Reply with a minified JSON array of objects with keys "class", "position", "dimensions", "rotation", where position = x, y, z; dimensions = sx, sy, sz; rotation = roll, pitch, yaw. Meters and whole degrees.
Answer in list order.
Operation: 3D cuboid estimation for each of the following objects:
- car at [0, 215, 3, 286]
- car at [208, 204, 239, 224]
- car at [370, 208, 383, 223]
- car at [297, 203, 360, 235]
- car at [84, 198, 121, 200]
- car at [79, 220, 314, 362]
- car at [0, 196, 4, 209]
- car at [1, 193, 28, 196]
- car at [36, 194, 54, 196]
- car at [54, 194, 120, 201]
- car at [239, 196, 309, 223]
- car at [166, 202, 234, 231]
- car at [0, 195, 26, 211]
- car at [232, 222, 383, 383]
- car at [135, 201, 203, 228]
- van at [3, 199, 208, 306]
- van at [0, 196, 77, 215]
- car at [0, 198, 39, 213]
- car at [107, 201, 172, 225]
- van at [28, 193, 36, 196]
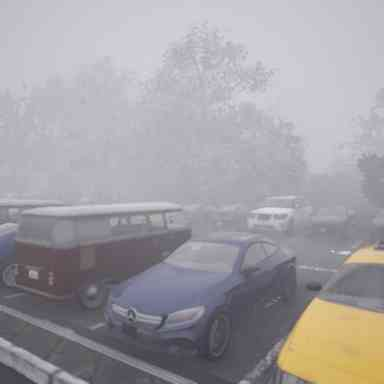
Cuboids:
[{"class":"car","position":[-4.039,1.497,9.467],"dimensions":[2.097,1.535,5.008],"rotation":[0,0,35]},{"class":"car","position":[2.920,1.500,20.567],"dimensions":[2.231,1.521,4.892],"rotation":[0,0,35]},{"class":"car","position":[9.713,1.491,15.752],"dimensions":[2.097,1.535,5.008],"rotation":[0,0,35]},{"class":"car","position":[7.451,1.493,17.361],"dimensions":[2.097,1.535,5.008],"rotation":[0,0,35]},{"class":"car","position":[-6.116,1.513,27.032],"dimensions":[2.163,1.488,4.792],"rotation":[0,0,35]},{"class":"car","position":[0.536,1.532,6.225],"dimensions":[2.002,1.452,4.674],"rotation":[0,0,35]},{"class":"car","position":[-26.602,1.321,41.330],"dimensions":[1.946,1.575,5.366],"rotation":[0,0,35]},{"class":"car","position":[-17.427,1.149,35.071],"dimensions":[2.435,2.045,5.566],"rotation":[0,0,35]},{"class":"car","position":[-10.640,1.206,30.247],"dimensions":[2.435,2.045,5.566],"rotation":[0,0,35]},{"class":"car","position":[-8.409,1.220,28.592],"dimensions":[2.435,2.045,5.566],"rotation":[0,0,35]},{"class":"car","position":[5.168,1.245,18.941],"dimensions":[2.435,2.045,5.566],"rotation":[0,0,35]},{"class":"car","position":[0.656,1.499,22.177],"dimensions":[2.097,1.535,5.008],"rotation":[0,0,35]},{"class":"car","position":[-21.952,1.236,38.290],"dimensions":[2.185,1.767,4.553],"rotation":[0,0,35]},{"class":"car","position":[2.712,1.486,4.448],"dimensions":[1.946,1.575,5.366],"rotation":[0,0,35]},{"class":"car","position":[-1.497,1.494,23.940],"dimensions":[1.946,1.575,5.366],"rotation":[0,0,35]},{"class":"van","position":[-1.683,1.269,7.942],"dimensions":[1.878,1.987,4.442],"rotation":[0,0,35]},{"class":"van","position":[-6.391,1.273,11.003],"dimensions":[1.878,1.987,4.442],"rotation":[0,0,35]},{"class":"car","position":[-19.724,1.410,36.633],"dimensions":[2.163,1.488,4.792],"rotation":[0,0,35]},{"class":"car","position":[-3.881,1.524,25.372],"dimensions":[2.163,1.488,4.792],"rotation":[0,0,35]},{"class":"van","position":[-12.852,1.212,31.927],"dimensions":[1.878,1.987,4.442],"rotation":[0,0,35]}]
